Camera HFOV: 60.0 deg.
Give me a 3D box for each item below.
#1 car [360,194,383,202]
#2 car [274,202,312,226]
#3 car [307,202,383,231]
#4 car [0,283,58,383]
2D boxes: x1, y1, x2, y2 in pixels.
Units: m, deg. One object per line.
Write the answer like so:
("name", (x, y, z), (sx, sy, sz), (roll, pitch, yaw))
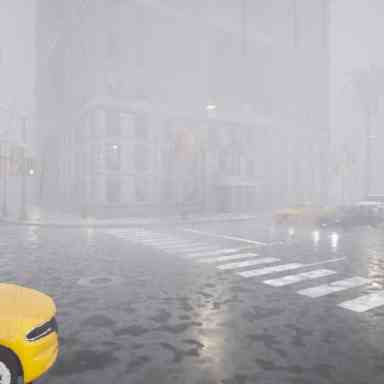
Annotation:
("car", (16.513, 1.221, 29.463), (5.566, 2.045, 2.150), (0, 0, -33))
("car", (8.027, 1.478, 23.842), (5.008, 1.535, 1.882), (0, 0, -34))
("car", (9.953, 1.547, 20.924), (5.357, 1.411, 2.033), (0, 0, -34))
("car", (-3.927, 1.486, 3.108), (5.008, 1.535, 1.882), (0, 0, -34))
